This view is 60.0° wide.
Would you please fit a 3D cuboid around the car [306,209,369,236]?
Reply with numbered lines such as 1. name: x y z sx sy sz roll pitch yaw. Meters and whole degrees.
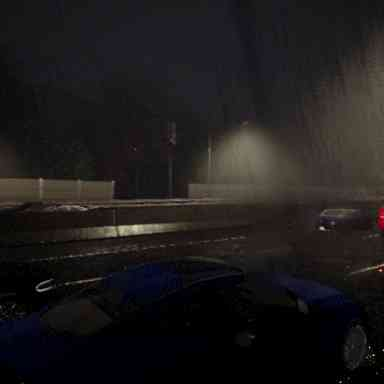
1. car: 8.508 1.588 18.408 4.718 1.301 1.895 0 0 -36

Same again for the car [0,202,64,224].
1. car: -12.387 1.525 25.250 4.674 1.442 1.812 0 0 -36

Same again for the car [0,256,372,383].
1. car: 0.218 1.524 3.900 4.674 1.442 1.812 0 0 -36

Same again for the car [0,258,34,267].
1. car: -4.597 1.480 4.764 5.008 1.535 1.882 0 0 -36

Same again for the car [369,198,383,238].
1. car: 11.118 1.208 15.971 5.566 2.045 2.150 0 0 -36

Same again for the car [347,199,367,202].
1. car: 24.587 1.596 47.260 4.718 1.301 1.895 0 0 -35

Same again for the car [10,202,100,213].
1. car: -7.843 1.490 19.892 4.902 1.511 2.128 0 0 -35

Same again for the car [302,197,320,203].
1. car: 19.166 1.520 51.993 4.674 1.442 1.812 0 0 -35

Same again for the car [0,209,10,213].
1. car: -10.083 1.546 22.594 5.357 1.411 2.033 0 0 -35

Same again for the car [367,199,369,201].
1. car: 25.603 1.471 43.713 5.008 1.535 1.882 0 0 -35

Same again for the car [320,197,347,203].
1. car: 21.642 1.520 49.460 4.674 1.442 1.812 0 0 -35
